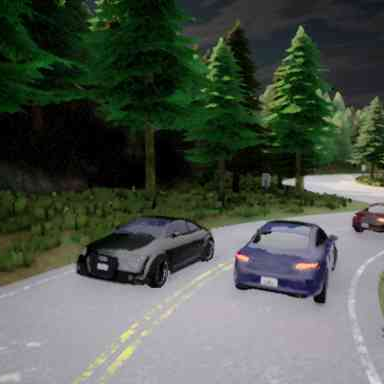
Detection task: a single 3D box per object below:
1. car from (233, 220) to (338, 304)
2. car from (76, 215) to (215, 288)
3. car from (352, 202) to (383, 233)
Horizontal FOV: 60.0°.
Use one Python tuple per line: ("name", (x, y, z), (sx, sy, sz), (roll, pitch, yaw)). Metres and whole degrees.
("car", (2.417, 1.420, 8.084), (1.812, 1.442, 4.674), (3, 2, 26))
("car", (-0.976, 1.346, 8.802), (1.994, 1.385, 4.181), (2, 3, 27))
("car", (9.369, 1.214, 15.586), (4.674, 1.442, 1.812), (-2, 5, -33))
